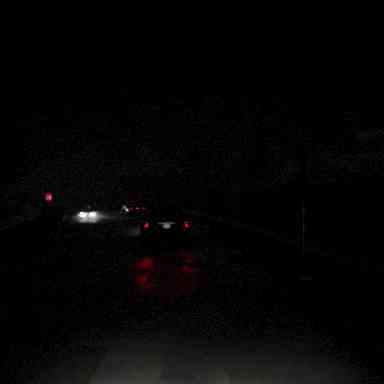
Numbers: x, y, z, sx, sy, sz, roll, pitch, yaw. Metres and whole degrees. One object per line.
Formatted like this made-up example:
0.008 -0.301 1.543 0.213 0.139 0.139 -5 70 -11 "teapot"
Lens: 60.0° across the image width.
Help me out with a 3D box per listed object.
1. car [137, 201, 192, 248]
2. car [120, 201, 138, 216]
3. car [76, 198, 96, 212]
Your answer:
-1.290 1.364 15.176 2.097 1.767 4.553 0 0 -8 "car"
-5.963 1.579 33.494 2.033 1.411 5.357 0 0 -20 "car"
-12.853 1.537 40.311 2.128 1.511 4.902 0 0 -25 "car"
